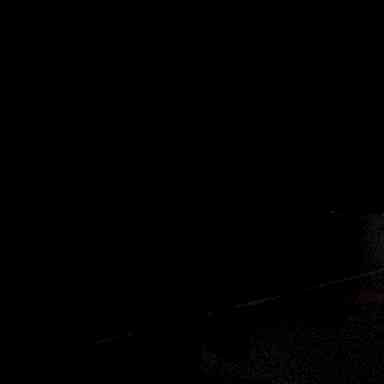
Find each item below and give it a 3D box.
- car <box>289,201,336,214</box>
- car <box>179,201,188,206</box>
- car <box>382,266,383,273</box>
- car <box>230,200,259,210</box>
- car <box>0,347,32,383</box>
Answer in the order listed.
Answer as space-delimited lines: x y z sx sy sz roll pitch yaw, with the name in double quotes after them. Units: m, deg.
13.930 1.792 38.831 2.033 1.411 5.357 0 0 -38 "car"
-2.362 1.781 59.966 2.033 1.411 5.357 0 0 -37 "car"
7.047 1.642 8.609 5.357 1.411 2.033 1 0 -35 "car"
7.434 1.803 47.224 1.994 1.385 4.181 0 0 -39 "car"
-3.298 1.470 1.336 4.902 1.511 2.128 1 0 -36 "car"
